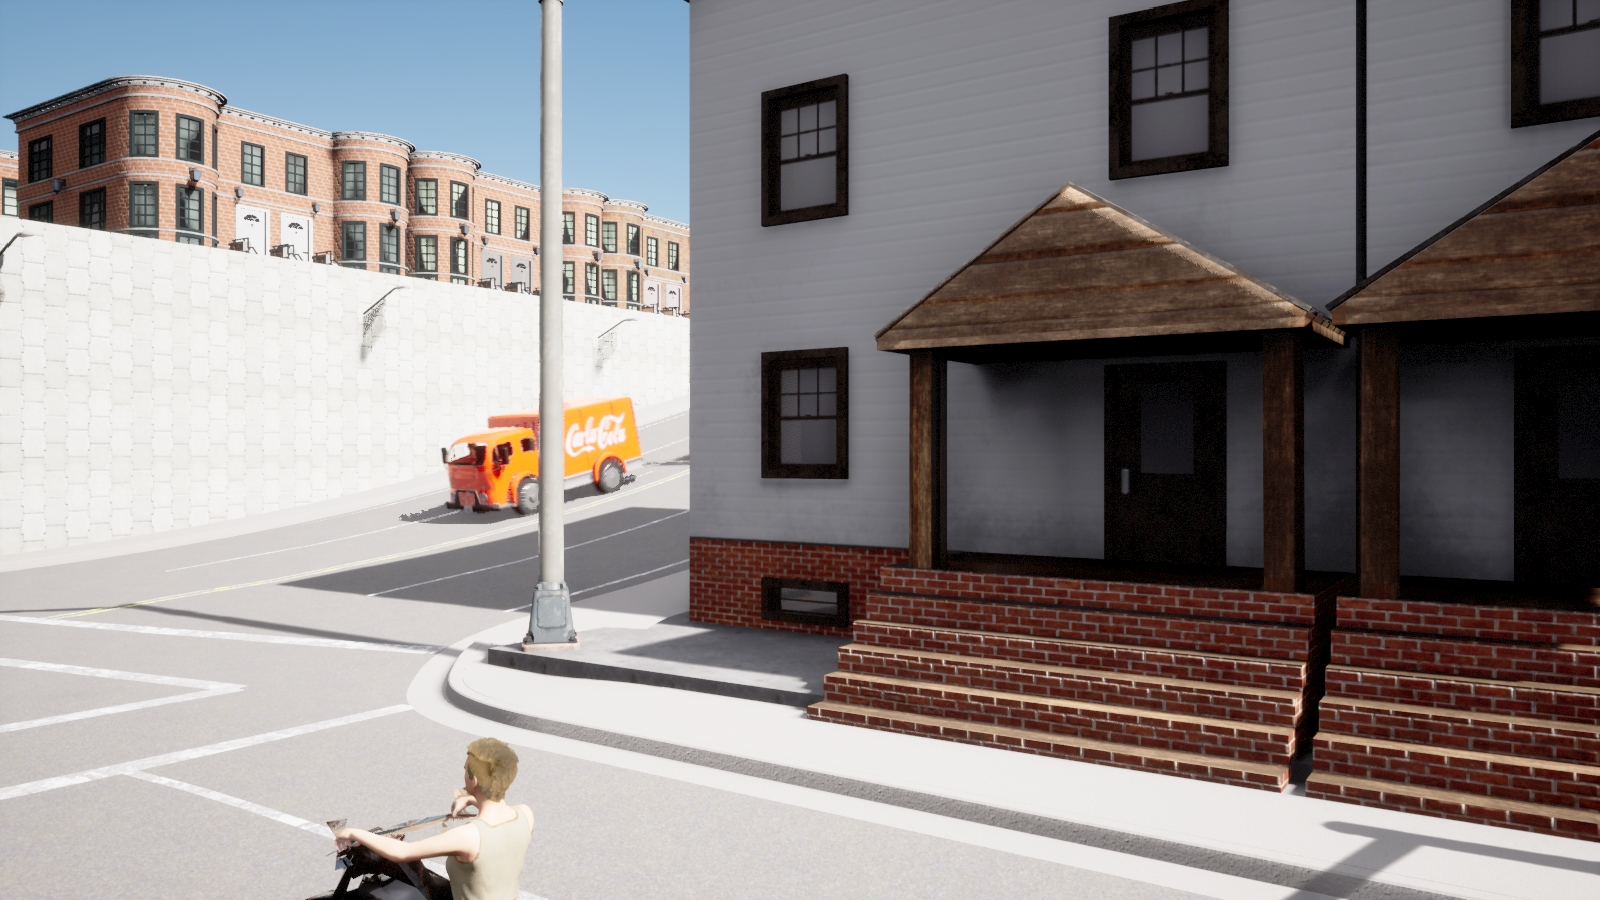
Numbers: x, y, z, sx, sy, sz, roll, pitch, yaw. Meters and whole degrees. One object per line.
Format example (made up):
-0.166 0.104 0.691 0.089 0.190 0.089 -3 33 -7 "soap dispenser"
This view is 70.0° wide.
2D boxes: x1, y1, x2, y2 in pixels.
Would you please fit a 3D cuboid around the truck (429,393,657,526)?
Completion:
-6.669 0.143 30.348 2.627 2.467 5.204 0 11 35 "truck"
